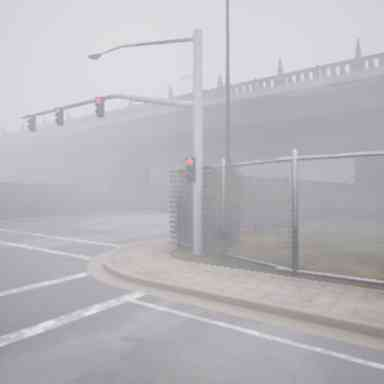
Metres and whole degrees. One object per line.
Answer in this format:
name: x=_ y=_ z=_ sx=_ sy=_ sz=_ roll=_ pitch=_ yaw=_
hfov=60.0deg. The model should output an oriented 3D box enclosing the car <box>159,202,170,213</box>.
car: x=-1.668 y=1.606 z=37.899 sx=1.882 sy=1.535 sz=5.008 roll=0 pitch=0 yaw=35
